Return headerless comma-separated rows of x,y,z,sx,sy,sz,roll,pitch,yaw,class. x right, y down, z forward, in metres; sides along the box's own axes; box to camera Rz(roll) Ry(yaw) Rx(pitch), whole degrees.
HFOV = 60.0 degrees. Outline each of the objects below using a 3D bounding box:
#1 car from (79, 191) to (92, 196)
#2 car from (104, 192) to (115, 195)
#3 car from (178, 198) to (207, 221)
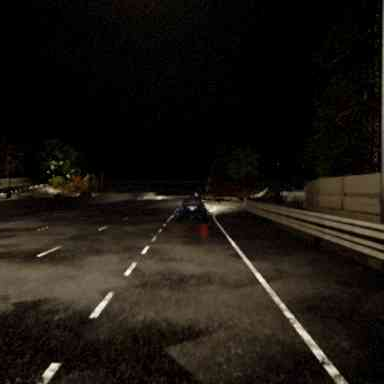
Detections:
-28.037,0.815,87.930,2.150,2.045,5.566,0,0,0,car
-21.037,1.185,87.935,1.895,1.301,4.718,0,0,0,car
0.091,1.226,25.742,2.097,1.767,4.553,0,0,2,car
